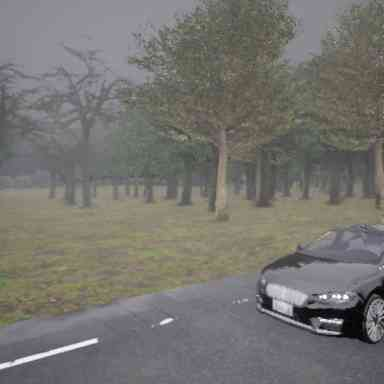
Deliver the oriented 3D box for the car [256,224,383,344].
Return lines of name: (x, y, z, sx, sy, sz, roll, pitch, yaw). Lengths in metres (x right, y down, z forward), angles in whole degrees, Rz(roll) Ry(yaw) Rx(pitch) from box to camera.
car: (3.338, 1.423, 6.354, 4.902, 1.511, 2.128, -1, 0, -35)
